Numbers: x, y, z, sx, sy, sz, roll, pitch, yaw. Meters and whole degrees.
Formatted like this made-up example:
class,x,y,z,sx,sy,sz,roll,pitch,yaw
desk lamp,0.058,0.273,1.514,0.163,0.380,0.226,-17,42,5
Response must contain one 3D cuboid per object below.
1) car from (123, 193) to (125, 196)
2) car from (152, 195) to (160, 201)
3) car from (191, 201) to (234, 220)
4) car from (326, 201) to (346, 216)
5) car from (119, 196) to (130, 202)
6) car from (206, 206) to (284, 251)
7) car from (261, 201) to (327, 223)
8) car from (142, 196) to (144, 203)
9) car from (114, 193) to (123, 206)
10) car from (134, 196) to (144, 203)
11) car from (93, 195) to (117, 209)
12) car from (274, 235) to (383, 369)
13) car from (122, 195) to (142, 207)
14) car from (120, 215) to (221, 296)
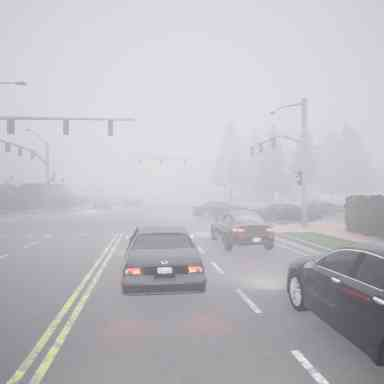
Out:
class,x,y,z,sx,sy,sz,roll,pitch,yaw
car,-13.911,1.222,63.625,2.150,2.045,5.566,0,0,-6
car,-9.084,1.553,84.405,1.994,1.385,4.181,0,0,-6
car,2.460,1.477,27.950,5.008,1.535,1.882,0,0,-5
car,12.086,1.547,32.464,5.357,1.411,2.033,0,0,-5
car,-15.007,1.540,74.110,2.033,1.411,5.357,0,0,-6
car,2.016,1.526,14.118,1.812,1.442,4.674,0,0,-7
car,6.841,1.547,24.802,5.357,1.411,2.033,0,0,-5
car,-9.966,1.478,59.437,1.882,1.535,5.008,0,0,-6
car,-12.917,1.352,54.031,2.097,1.767,4.553,0,0,-6
car,-10.995,1.524,69.584,1.812,1.442,4.674,0,0,-6
car,-12.014,1.491,44.872,2.128,1.511,4.902,0,0,-4
car,2.985,1.505,4.923,1.837,1.490,4.892,0,0,-5
car,-8.994,1.526,50.262,1.812,1.442,4.674,0,0,-6
car,-0.830,1.547,8.858,2.033,1.411,5.357,0,0,-7
